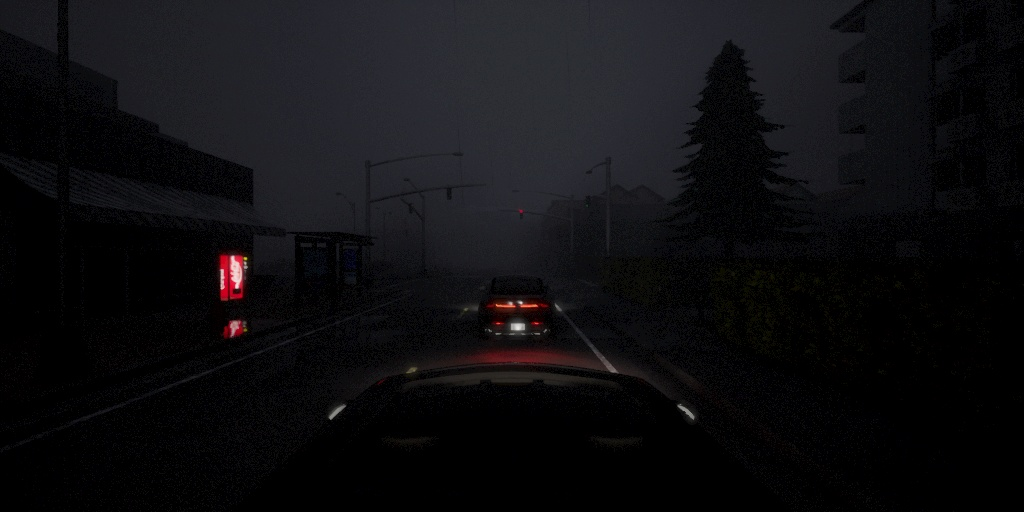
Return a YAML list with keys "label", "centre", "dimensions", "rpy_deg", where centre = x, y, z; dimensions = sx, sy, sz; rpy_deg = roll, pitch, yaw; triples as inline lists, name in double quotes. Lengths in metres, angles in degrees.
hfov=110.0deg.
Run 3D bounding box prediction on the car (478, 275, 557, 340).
- label: "car"
  centre: [0.118, 1.255, 10.022]
  dimensions: [1.837, 1.490, 4.892]
  rpy_deg: [0, 0, 0]
